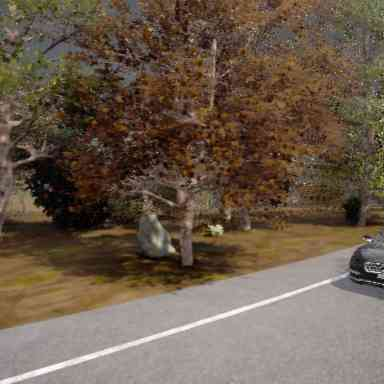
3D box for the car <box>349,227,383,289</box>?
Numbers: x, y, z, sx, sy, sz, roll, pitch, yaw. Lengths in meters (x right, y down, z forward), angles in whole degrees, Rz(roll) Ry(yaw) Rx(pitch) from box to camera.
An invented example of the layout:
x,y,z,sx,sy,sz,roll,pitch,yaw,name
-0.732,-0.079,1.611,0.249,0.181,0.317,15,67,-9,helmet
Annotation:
x,y,z,sx,sy,sz,roll,pitch,yaw,name
5.793,1.495,8.488,4.892,1.490,1.837,0,1,-41,car
